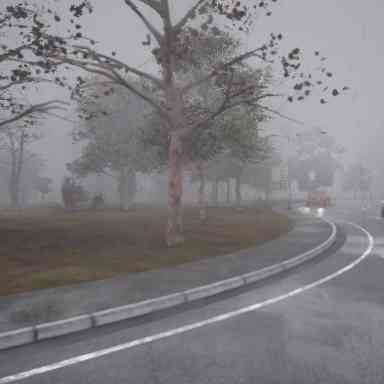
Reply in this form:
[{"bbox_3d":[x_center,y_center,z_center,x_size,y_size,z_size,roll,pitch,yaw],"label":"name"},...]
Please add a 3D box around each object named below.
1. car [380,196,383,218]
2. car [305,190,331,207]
[{"bbox_3d":[14.466,1.253,20.915,1.882,1.535,5.008,-2,1,-21],"label":"car"},{"bbox_3d":[15.583,0.740,40.938,2.150,2.045,5.566,-1,1,31],"label":"car"}]
